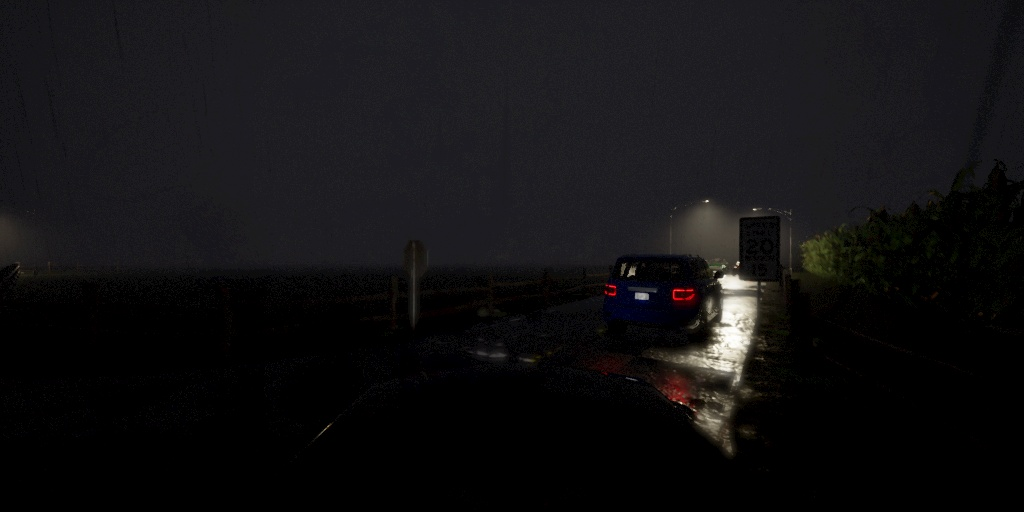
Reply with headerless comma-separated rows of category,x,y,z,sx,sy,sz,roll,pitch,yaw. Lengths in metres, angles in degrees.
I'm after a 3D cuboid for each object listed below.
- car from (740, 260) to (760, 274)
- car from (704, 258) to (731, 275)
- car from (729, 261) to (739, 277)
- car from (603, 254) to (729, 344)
car,28.963,1.298,43.603,1.812,1.442,4.674,0,0,36
car,22.948,1.105,40.031,2.097,1.767,4.553,0,0,36
car,22.843,1.257,35.135,2.128,1.511,4.902,0,0,37
car,4.413,0.971,9.981,2.150,2.045,5.566,0,0,36
